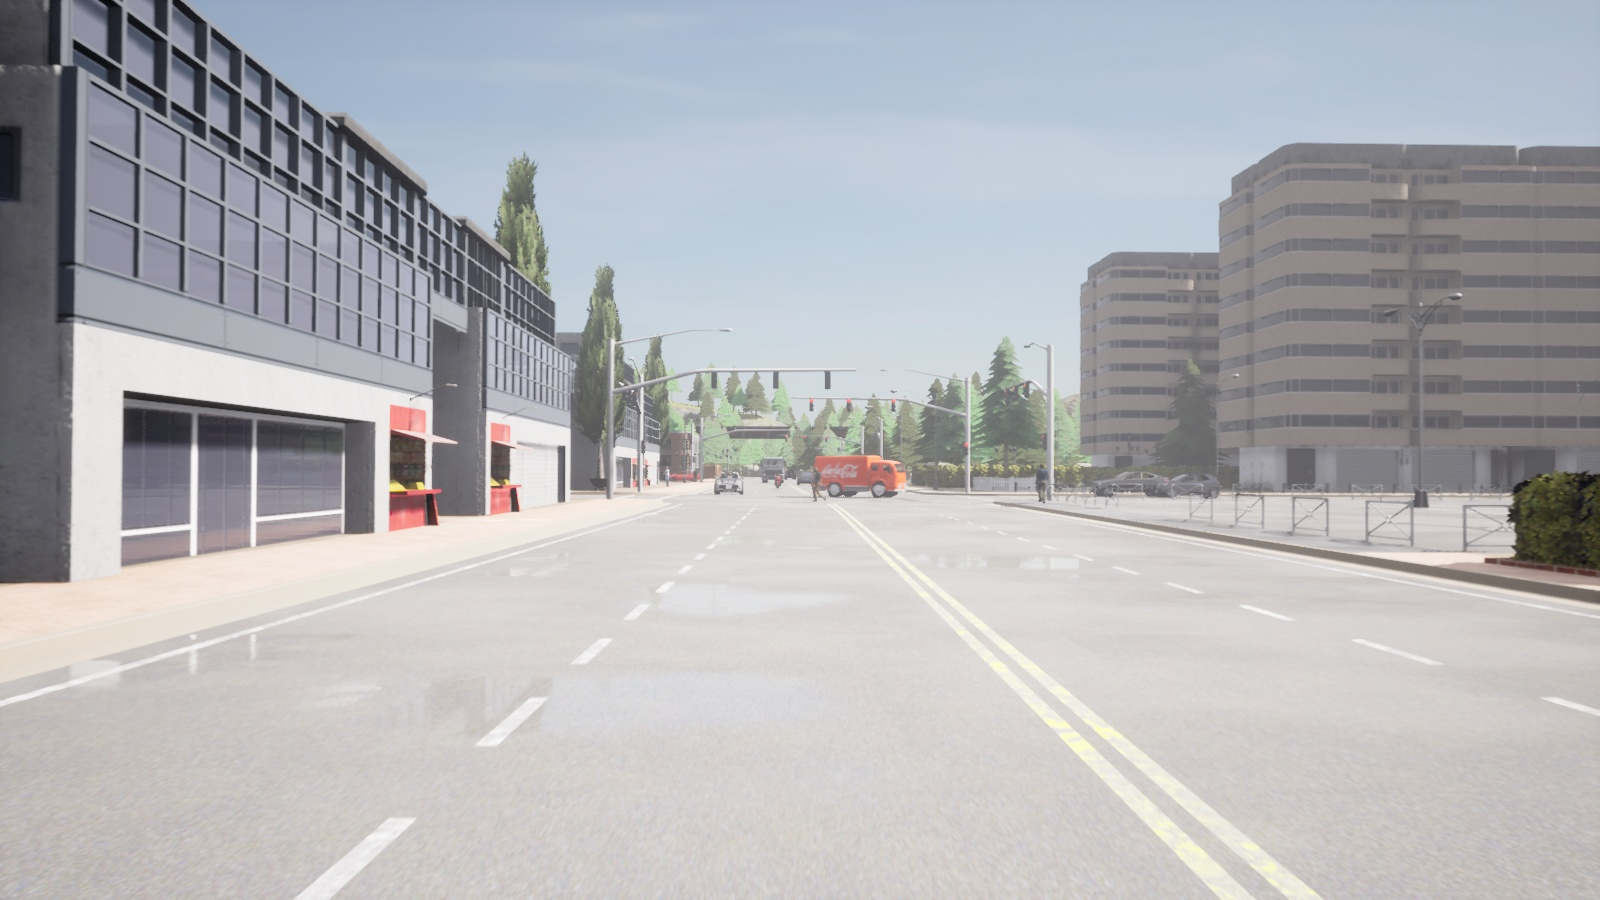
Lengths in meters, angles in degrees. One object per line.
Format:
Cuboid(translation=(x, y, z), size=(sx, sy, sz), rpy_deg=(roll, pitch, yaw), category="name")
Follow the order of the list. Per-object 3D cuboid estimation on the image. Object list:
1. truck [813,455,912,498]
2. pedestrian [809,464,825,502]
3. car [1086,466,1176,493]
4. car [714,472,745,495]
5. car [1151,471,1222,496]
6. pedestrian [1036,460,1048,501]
Cuboid(translation=(3.694, 1.554, 74.224), size=(5.204, 2.467, 2.627), rpy_deg=(-1, 0, 25), category="truck")
Cuboid(translation=(0.836, 1.615, 61.262), size=(0.694, 1.848, 0.540), rpy_deg=(0, -1, -8), category="pedestrian")
Cuboid(translation=(20.688, 1.828, 78.714), size=(5.027, 1.651, 2.152), rpy_deg=(0, -1, -2), category="car")
Cuboid(translation=(-4.609, 2.179, 82.442), size=(1.970, 1.475, 3.806), rpy_deg=(0, -1, -2), category="car")
Cuboid(translation=(23.156, 1.996, 75.287), size=(3.633, 1.501, 1.845), rpy_deg=(0, -1, -2), category="car")
Cuboid(translation=(10.805, 1.369, 56.110), size=(0.370, 1.835, 0.726), rpy_deg=(0, -1, 1), category="pedestrian")
